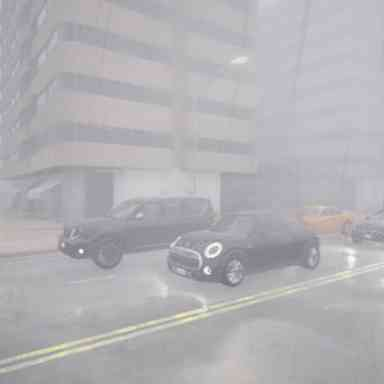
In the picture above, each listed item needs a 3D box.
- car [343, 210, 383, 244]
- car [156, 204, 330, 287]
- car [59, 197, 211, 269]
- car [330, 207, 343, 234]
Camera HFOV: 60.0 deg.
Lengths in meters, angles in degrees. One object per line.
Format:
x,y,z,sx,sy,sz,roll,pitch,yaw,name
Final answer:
8.881,1.499,14.620,4.674,1.442,1.812,0,0,-36,car
1.564,1.338,9.406,4.553,1.767,2.097,0,0,-35,car
-1.566,1.209,11.472,5.566,2.045,2.150,0,0,-36,car
6.333,1.451,17.105,5.008,1.535,1.882,0,0,-36,car
